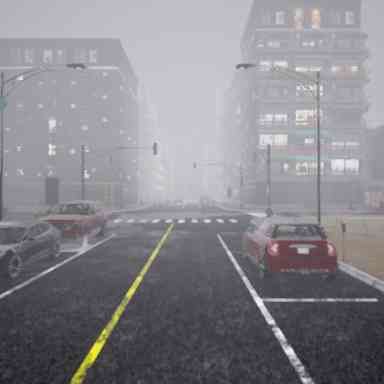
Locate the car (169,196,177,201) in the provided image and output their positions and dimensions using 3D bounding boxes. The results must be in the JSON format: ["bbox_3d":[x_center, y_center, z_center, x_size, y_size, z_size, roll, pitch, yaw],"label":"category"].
[{"bbox_3d":[-5.296,1.775,93.258,2.008,1.369,4.403,1,0,0],"label":"car"}]

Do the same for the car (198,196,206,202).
[{"bbox_3d":[2.584,1.758,87.653,2.008,1.369,4.403,1,0,0],"label":"car"}]

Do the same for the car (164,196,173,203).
[{"bbox_3d":[-5.297,1.696,76.115,1.752,1.417,4.829,1,0,0],"label":"car"}]

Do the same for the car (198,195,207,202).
[{"bbox_3d":[2.585,1.629,81.997,1.967,1.590,4.097,1,0,0],"label":"car"}]

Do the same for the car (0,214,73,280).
[{"bbox_3d":[-5.441,1.583,10.088,1.947,1.339,4.313,1,0,0],"label":"car"}]

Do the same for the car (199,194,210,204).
[{"bbox_3d":[2.585,1.471,70.685,2.192,1.841,5.009,1,0,0],"label":"car"}]

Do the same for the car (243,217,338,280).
[{"bbox_3d":[2.707,1.458,10.034,1.967,1.590,4.097,1,0,0],"label":"car"}]

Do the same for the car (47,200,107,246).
[{"bbox_3d":[-5.438,1.342,15.735,2.192,1.841,5.009,1,0,0],"label":"car"}]

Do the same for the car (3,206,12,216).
[{"bbox_3d":[-19.334,1.593,31.336,4.403,1.369,2.008,0,-1,1],"label":"car"}]

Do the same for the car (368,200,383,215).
[{"bbox_3d":[18.691,1.409,30.740,4.097,1.590,1.967,0,-1,1],"label":"car"}]

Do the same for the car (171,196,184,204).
[{"bbox_3d":[-2.741,1.707,70.282,1.994,1.385,4.181,0,0,0],"label":"car"}]

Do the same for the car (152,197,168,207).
[{"bbox_3d":[-5.429,1.658,53.654,2.008,1.369,4.403,1,0,0],"label":"car"}]

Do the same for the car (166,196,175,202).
[{"bbox_3d":[-5.297,1.770,81.942,1.802,1.307,4.206,1,0,0],"label":"car"}]

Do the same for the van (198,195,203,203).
[{"bbox_3d":[2.616,1.480,65.031,1.690,1.788,3.998,1,0,0],"label":"van"}]

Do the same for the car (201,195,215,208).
[{"bbox_3d":[2.710,1.628,51.197,1.752,1.417,4.829,1,0,0],"label":"car"}]

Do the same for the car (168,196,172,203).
[{"bbox_3d":[-5.298,1.737,70.627,1.802,1.307,4.206,1,0,0],"label":"car"}]
